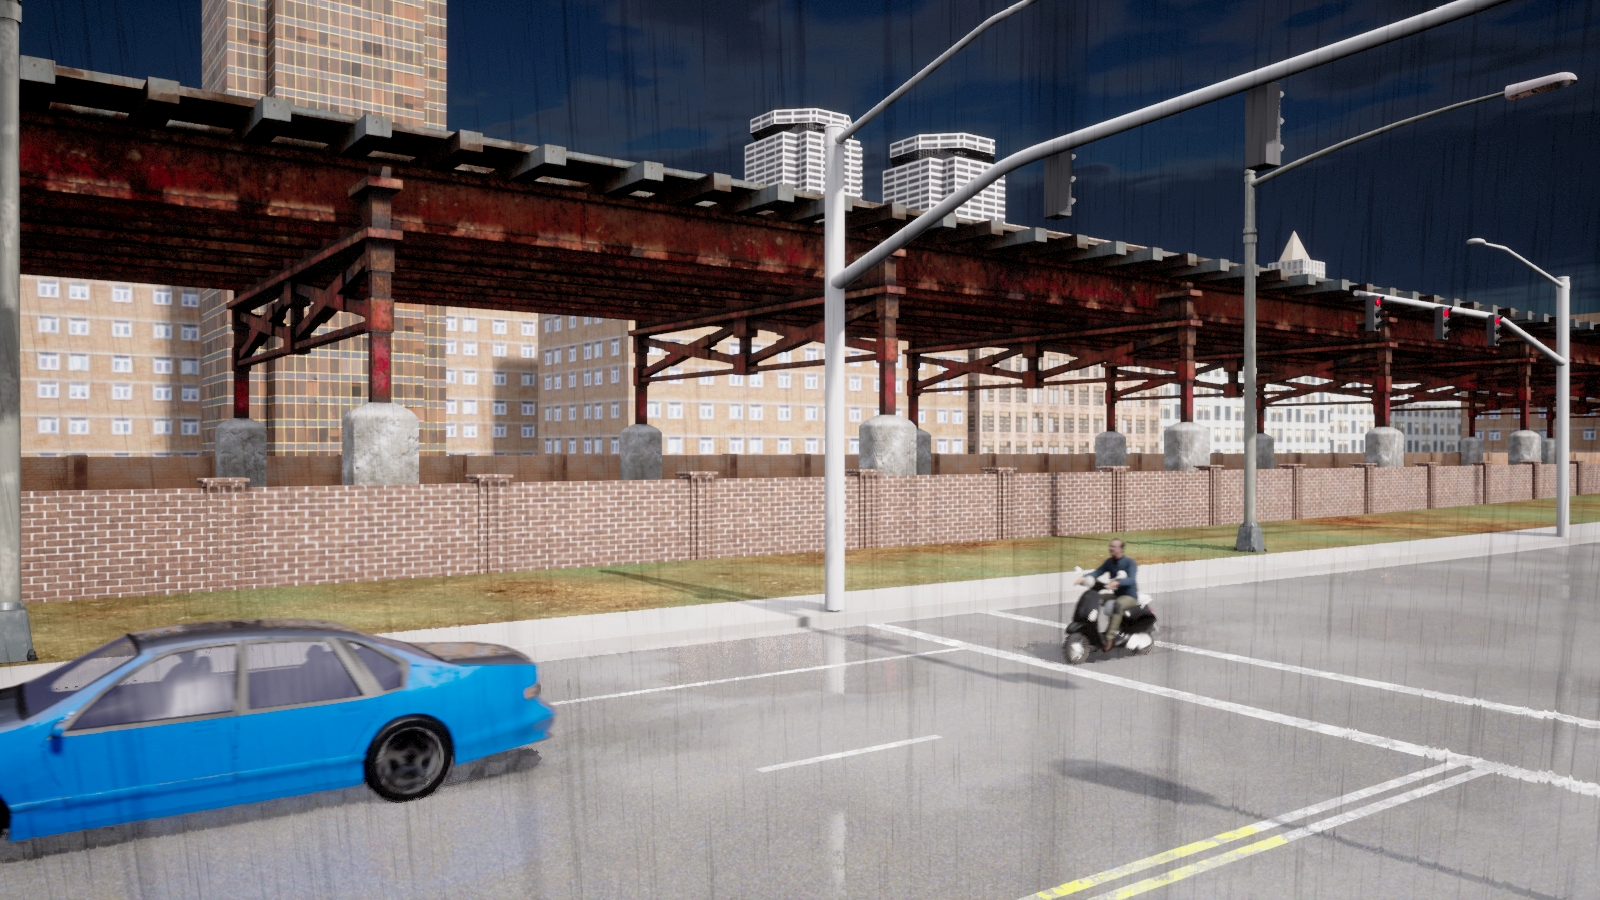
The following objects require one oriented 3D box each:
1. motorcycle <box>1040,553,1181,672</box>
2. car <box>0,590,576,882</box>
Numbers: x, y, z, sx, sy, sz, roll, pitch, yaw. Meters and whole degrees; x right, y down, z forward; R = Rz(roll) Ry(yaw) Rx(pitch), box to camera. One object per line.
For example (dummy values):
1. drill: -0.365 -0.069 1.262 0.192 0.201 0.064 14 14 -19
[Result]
1. motorcycle: 4.153 2.129 15.250 1.805 1.341 0.856 0 0 -35
2. car: -4.693 2.106 9.045 5.357 1.411 2.033 0 0 -35
